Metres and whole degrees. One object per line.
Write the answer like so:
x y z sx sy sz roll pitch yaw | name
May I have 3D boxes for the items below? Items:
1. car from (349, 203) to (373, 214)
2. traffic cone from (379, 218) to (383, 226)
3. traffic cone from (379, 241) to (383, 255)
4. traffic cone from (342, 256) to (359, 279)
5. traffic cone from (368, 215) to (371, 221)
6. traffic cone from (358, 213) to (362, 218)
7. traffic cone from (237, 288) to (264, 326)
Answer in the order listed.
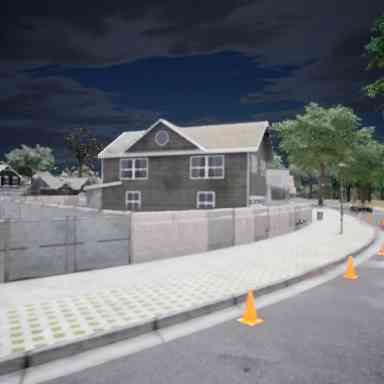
22.126 2.140 43.535 1.895 1.301 4.718 0 0 13 | car
14.468 2.287 25.418 0.340 0.580 0.340 0 0 21 | traffic cone
7.514 2.137 12.979 0.340 0.580 0.340 0 -1 37 | traffic cone
4.449 2.084 9.333 0.340 0.580 0.340 0 -1 43 | traffic cone
16.029 2.336 30.015 0.340 0.580 0.340 0 0 18 | traffic cone
17.555 2.386 34.777 0.340 0.580 0.340 0 0 18 | traffic cone
1.054 2.029 5.992 0.340 0.580 0.340 1 -1 -42 | traffic cone
